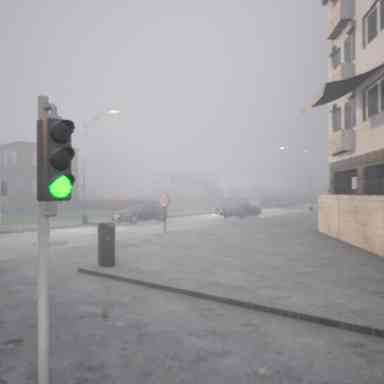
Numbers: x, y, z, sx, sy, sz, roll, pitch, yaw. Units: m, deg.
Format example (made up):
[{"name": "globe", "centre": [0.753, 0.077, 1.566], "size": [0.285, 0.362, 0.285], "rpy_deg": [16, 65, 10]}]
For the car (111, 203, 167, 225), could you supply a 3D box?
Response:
[{"name": "car", "centre": [-3.928, 1.610, 25.349], "size": [2.128, 1.511, 4.902], "rpy_deg": [0, 0, 35]}]

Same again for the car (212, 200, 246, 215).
[{"name": "car", "centre": [4.140, 1.681, 36.667], "size": [1.994, 1.385, 4.181], "rpy_deg": [0, 0, 36]}]

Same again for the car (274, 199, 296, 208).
[{"name": "car", "centre": [14.153, 1.725, 50.566], "size": [1.895, 1.301, 4.718], "rpy_deg": [0, 0, 35]}]

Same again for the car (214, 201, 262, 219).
[{"name": "car", "centre": [4.428, 1.638, 30.012], "size": [2.033, 1.411, 5.357], "rpy_deg": [0, 0, 35]}]
